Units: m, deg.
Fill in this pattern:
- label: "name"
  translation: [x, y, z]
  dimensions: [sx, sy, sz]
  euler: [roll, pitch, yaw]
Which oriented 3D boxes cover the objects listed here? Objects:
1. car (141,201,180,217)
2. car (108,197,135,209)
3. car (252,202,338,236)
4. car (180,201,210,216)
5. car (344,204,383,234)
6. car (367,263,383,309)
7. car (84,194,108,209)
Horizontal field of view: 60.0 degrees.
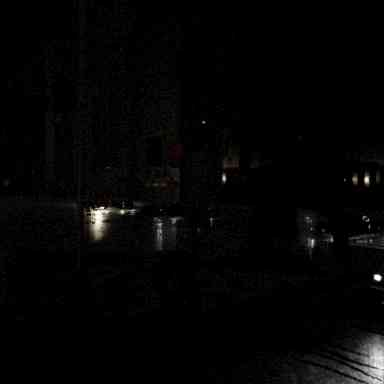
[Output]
- label: "car"
  translation: [-3.454, 1.657, 32.725]
  dimensions: [1.812, 1.442, 4.674]
  euler: [0, 0, -35]
- label: "car"
  translation: [-9.835, 1.509, 47.426]
  dimensions: [2.097, 1.767, 4.553]
  euler: [0, 0, -35]
- label: "car"
  translation: [5.774, 1.489, 19.690]
  dimensions: [2.097, 1.767, 4.553]
  euler: [0, 0, -35]
- label: "car"
  translation: [-0.152, 1.631, 33.681]
  dimensions: [1.882, 1.535, 5.008]
  euler: [0, 0, -35]
- label: "car"
  translation: [9.254, 1.514, 20.727]
  dimensions: [2.097, 1.767, 4.553]
  euler: [1, 0, -39]
- label: "car"
  translation: [5.482, 1.673, 7.007]
  dimensions: [4.718, 1.301, 1.895]
  euler: [1, 0, -42]
- label: "car"
  translation: [-13.619, 1.359, 47.182]
  dimensions: [2.150, 2.045, 5.566]
  euler: [0, -1, -35]
